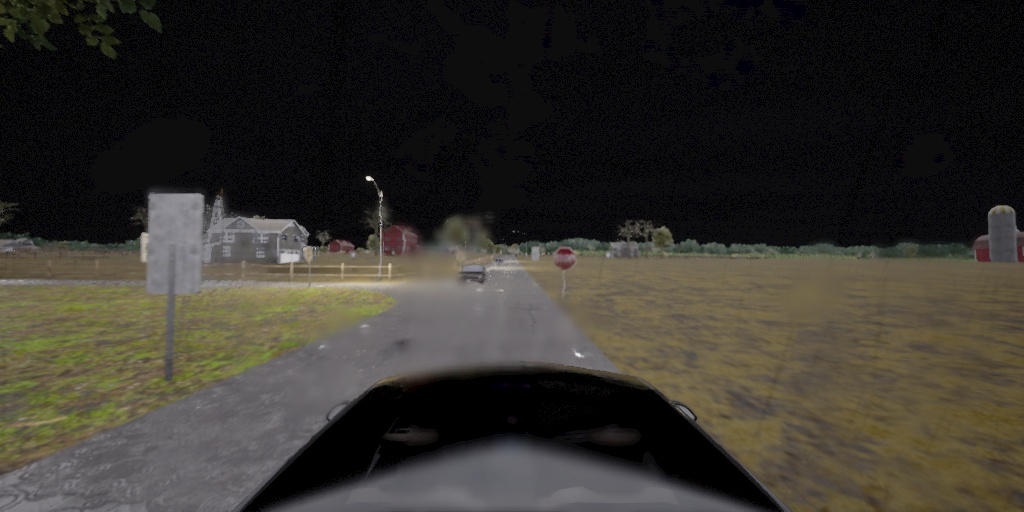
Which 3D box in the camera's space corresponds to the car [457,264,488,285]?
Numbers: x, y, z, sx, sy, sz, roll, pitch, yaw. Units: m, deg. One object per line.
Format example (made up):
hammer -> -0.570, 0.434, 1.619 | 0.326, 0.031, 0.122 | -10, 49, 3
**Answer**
car -> -2.764, 1.314, 26.435 | 2.033, 1.411, 5.357 | -1, 1, 0
